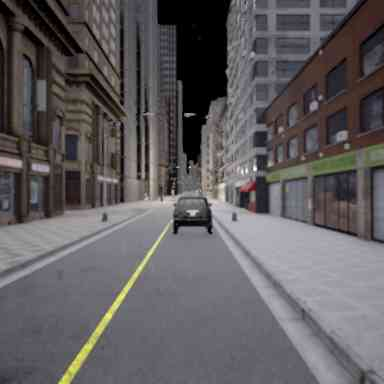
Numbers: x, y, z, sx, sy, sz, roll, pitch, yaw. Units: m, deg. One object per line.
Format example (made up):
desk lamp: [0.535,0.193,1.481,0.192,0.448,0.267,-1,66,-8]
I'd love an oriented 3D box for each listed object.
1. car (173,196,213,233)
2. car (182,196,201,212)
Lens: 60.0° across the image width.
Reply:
car: [0.034,1.218,19.771,2.150,2.045,5.566,0,0,0]
car: [-0.035,1.335,39.058,2.097,1.767,4.553,0,0,0]
